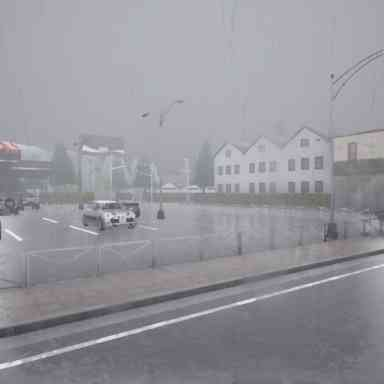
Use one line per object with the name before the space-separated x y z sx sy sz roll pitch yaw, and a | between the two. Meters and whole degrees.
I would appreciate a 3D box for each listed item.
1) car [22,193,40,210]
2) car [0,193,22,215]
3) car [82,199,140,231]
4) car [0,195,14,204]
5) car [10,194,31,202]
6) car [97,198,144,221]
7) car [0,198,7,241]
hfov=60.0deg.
car | -19.077 1.092 38.678 1.905 1.878 3.866 0 0 -36
car | -17.184 1.113 30.364 1.932 1.855 4.605 0 0 -36
car | -4.608 1.248 18.379 1.970 1.475 3.806 0 0 -36
car | -38.377 1.495 66.676 4.611 1.667 2.242 0 0 -36
car | -38.133 1.328 73.804 3.866 1.878 1.905 0 0 -36
car | -5.720 1.313 26.245 2.007 1.523 4.514 0 0 -36
car | -9.645 1.169 14.389 2.152 1.636 5.027 0 0 -36
